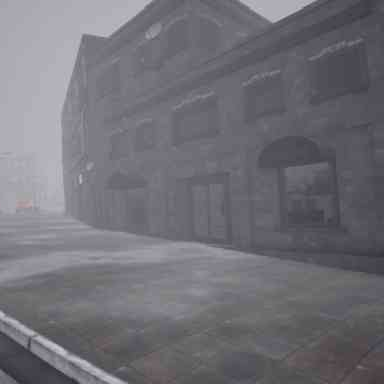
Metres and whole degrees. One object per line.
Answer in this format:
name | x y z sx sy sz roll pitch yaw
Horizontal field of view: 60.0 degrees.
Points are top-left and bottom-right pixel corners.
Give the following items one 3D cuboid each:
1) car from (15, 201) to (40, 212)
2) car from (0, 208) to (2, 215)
car | -25.093 2.117 50.933 2.097 1.767 4.553 -3 -1 -4
car | -23.902 2.050 38.547 1.837 1.490 4.892 -3 0 -6
